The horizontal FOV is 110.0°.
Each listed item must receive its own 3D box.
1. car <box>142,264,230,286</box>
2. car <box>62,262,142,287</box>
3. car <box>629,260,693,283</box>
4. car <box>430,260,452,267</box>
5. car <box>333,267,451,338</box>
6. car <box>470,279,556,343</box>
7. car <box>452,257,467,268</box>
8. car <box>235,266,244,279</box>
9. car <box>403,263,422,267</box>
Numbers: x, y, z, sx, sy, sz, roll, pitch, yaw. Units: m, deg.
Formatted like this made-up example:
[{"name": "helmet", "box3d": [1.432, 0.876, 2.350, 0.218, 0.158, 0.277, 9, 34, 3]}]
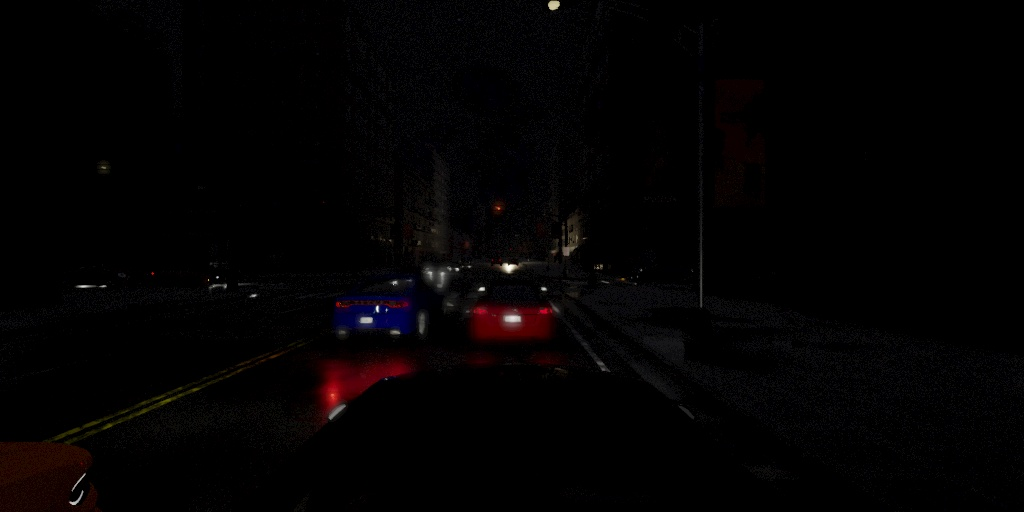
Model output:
[{"name": "car", "box3d": [-22.523, 1.308, 25.018, 4.181, 1.385, 1.994, 0, 0, 1]}, {"name": "car", "box3d": [-25.351, 1.172, 22.500, 4.097, 1.591, 1.967, 0, 0, 0]}, {"name": "car", "box3d": [11.631, 1.140, 28.061, 4.553, 1.767, 2.097, 0, 0, 2]}, {"name": "car", "box3d": [-9.699, 1.252, 48.068, 1.837, 1.490, 4.892, 0, 0, 0]}, {"name": "car", "box3d": [-3.122, 1.228, 10.176, 1.882, 1.535, 5.008, 0, 0, 0]}, {"name": "car", "box3d": [0.029, 1.314, 9.648, 1.994, 1.385, 4.181, 0, 0, 0]}, {"name": "car", "box3d": [-9.632, 1.291, 61.624, 2.033, 1.411, 5.357, 0, 0, 0]}, {"name": "car", "box3d": [-25.283, 1.330, 30.524, 4.313, 1.339, 1.948, 0, 0, 0]}, {"name": "car", "box3d": [-9.748, 1.358, 34.125, 1.895, 1.301, 4.718, 0, 0, 0]}]
